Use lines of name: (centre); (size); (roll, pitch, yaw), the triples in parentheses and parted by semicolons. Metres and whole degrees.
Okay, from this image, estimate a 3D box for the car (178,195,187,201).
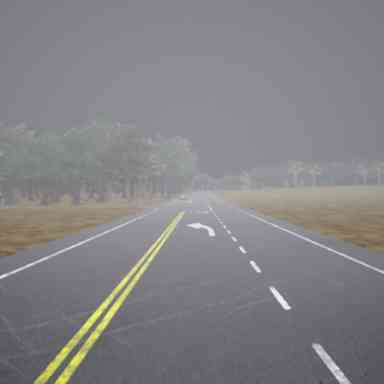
car: (-2.058, 1.354, 75.386); (1.812, 1.442, 4.674); (0, 1, 1)
